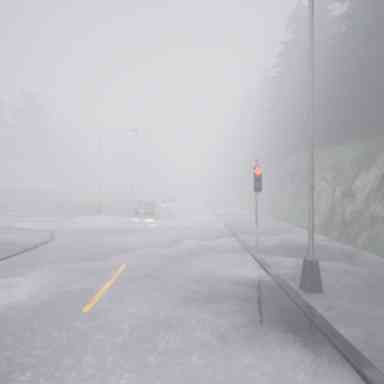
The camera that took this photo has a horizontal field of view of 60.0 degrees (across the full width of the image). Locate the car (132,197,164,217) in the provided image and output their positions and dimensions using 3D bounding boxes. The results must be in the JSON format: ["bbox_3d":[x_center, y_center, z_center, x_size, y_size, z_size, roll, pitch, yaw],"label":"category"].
[{"bbox_3d":[-3.987,1.380,28.959,2.128,1.511,4.902,0,1,0],"label":"car"}]

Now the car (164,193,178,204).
[{"bbox_3d":[-3.969,1.258,56.477,1.994,1.385,4.181,0,1,0],"label":"car"}]

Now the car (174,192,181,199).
[{"bbox_3d":[-3.956,0.831,82.603,2.097,1.767,4.553,0,0,0],"label":"car"}]
